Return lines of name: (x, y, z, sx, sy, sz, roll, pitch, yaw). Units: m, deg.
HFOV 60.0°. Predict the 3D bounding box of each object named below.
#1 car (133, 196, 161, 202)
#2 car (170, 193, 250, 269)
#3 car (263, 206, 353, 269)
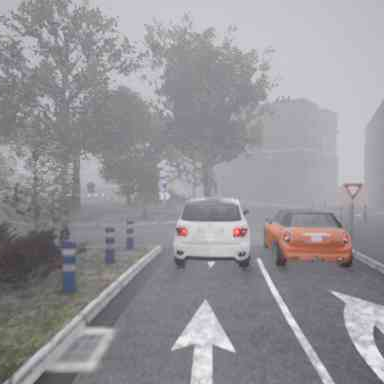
car: (-6.670, 0.812, 48.122, 4.674, 1.442, 1.812, 1, 2, 45)
car: (0.755, 1.166, 11.235, 2.150, 2.045, 5.566, 0, 1, 6)
car: (3.659, 1.298, 11.285, 2.097, 1.767, 4.553, 0, 1, 6)
